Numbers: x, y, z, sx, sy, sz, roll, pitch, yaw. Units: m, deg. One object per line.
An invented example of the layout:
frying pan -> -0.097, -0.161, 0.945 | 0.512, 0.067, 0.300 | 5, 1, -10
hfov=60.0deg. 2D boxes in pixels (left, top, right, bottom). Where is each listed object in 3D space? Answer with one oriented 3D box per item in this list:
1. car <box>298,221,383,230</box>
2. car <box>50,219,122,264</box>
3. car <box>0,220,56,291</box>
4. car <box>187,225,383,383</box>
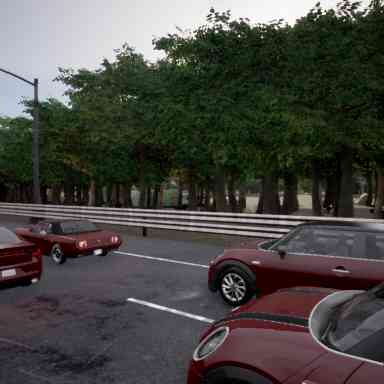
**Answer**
car -> 2.545, 1.352, 6.532 | 4.553, 1.767, 2.097 | 0, 0, 35
car -> -4.729, 1.602, 11.826 | 4.718, 1.301, 1.895 | 0, 0, 37
car -> -5.669, 1.479, 8.175 | 5.008, 1.535, 1.882 | 0, 0, 37
car -> 2.154, 1.352, 2.528 | 4.553, 1.767, 2.097 | 0, 0, 35
